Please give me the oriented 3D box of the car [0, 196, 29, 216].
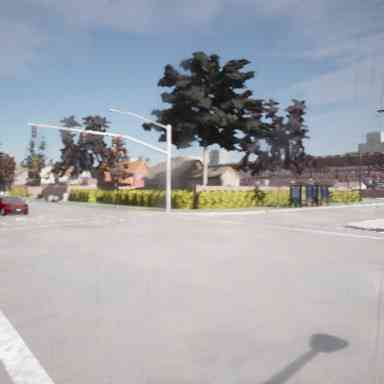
[{"bbox_3d":[-15.353,1.122,28.140,1.882,1.535,5.008,0,1,-42],"label":"car"}]
